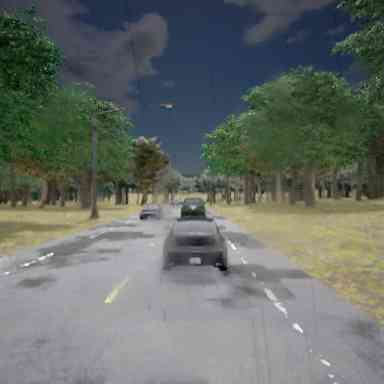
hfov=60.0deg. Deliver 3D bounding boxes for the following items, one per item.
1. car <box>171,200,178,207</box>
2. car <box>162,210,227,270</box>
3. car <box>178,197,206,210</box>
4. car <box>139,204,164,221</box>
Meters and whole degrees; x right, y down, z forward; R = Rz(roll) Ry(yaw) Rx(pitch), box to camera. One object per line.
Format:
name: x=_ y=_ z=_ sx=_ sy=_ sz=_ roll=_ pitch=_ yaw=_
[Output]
car: x=-3.473 y=2.454 z=71.665 sx=1.837 sy=1.490 sz=4.892 roll=0 pitch=-1 yaw=0
car: x=0.093 y=1.576 z=11.234 sx=1.837 sy=1.490 sz=4.892 roll=0 pitch=0 yaw=0
car: x=0.109 y=1.509 z=30.769 sx=2.150 sy=2.045 sz=5.566 roll=0 pitch=-1 yaw=0
car: x=-3.589 y=1.831 z=30.474 sx=2.033 sy=1.411 sz=5.357 roll=0 pitch=-1 yaw=0
